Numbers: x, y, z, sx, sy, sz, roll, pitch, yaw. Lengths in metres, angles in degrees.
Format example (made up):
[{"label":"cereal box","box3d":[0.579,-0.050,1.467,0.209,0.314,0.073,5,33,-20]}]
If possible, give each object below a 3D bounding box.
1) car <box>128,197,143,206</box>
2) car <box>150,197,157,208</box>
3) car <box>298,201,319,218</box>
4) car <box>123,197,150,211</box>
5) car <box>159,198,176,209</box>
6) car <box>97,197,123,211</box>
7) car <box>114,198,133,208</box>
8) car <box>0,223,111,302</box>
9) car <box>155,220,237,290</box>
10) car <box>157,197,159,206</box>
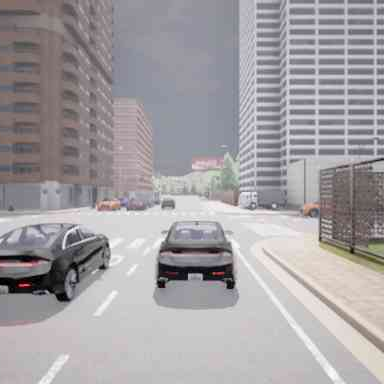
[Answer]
[{"label":"car","box3d":[-10.582,1.702,62.475,1.882,1.535,5.008,0,0,0]},{"label":"car","box3d":[-7.108,1.691,51.912,1.837,1.490,4.892,0,0,0]},{"label":"car","box3d":[12.083,1.405,30.197,4.553,1.767,2.097,0,0,0]},{"label":"car","box3d":[-7.080,1.506,42.780,2.097,1.767,4.553,0,0,0]},{"label":"car","box3d":[-3.422,1.680,49.057,1.837,1.490,4.892,0,0,0]},{"label":"car","box3d":[-10.605,1.506,42.786,2.097,1.767,4.553,0,0,0]},{"label":"car","box3d":[-10.607,1.664,52.011,1.882,1.535,5.008,0,0,0]},{"label":"car","box3d":[-3.403,1.522,8.310,2.128,1.511,4.902,0,0,0]},{"label":"car","box3d":[0.134,1.526,9.213,2.128,1.511,4.902,0,0,2]},{"label":"car","box3d":[-7.088,1.700,61.959,1.882,1.535,5.008,0,0,0]}]
